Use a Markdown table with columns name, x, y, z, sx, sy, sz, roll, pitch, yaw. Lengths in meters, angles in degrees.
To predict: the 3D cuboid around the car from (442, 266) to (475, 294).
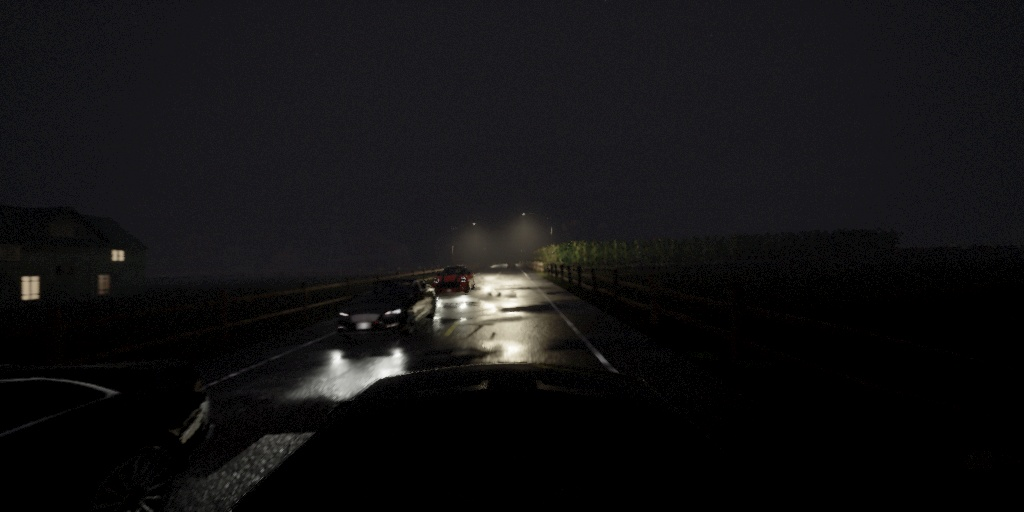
| name | x | y | z | sx | sy | sz | roll | pitch | yaw |
| --- | --- | --- | --- | --- | --- | --- | --- | --- | --- |
| car | -3.653 | 1.433 | 23.032 | 2.097 | 1.767 | 4.553 | -2 | 0 | 0 |

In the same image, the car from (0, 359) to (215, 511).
| name | x | y | z | sx | sy | sz | roll | pitch | yaw |
| --- | --- | --- | --- | --- | --- | --- | --- | --- | --- |
| car | -3.647 | 1.378 | 1.197 | 2.128 | 1.511 | 4.902 | -2 | 0 | 0 |

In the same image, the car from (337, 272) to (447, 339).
| name | x | y | z | sx | sy | sz | roll | pitch | yaw |
| --- | --- | --- | --- | --- | --- | --- | --- | --- | --- |
| car | -3.653 | 1.467 | 11.257 | 2.128 | 1.511 | 4.902 | -2 | 0 | 0 |
